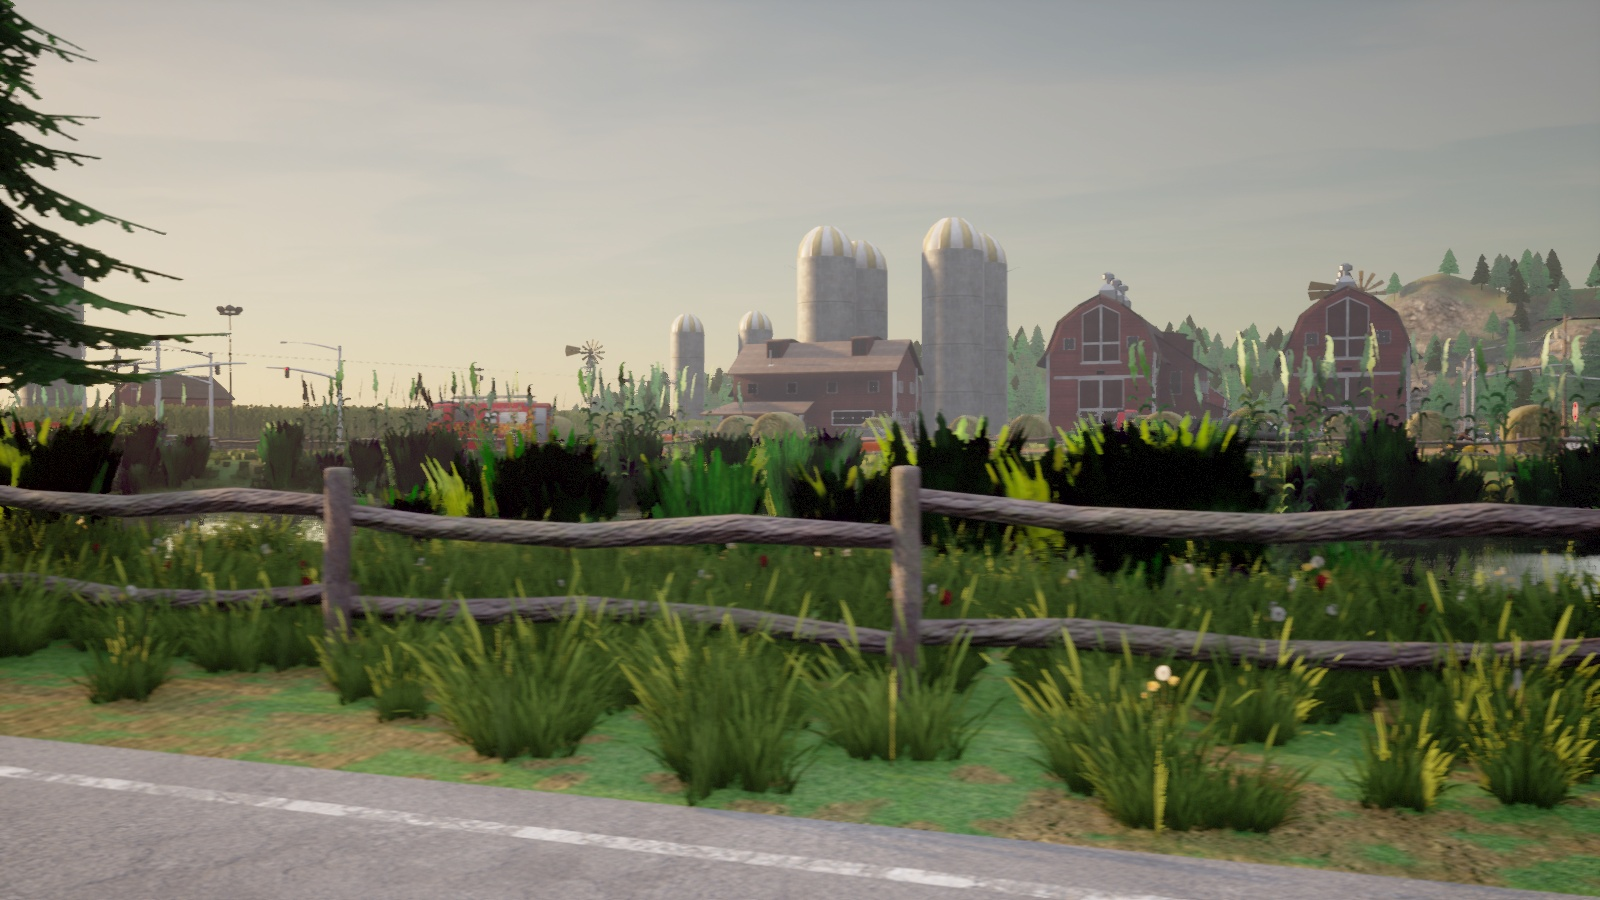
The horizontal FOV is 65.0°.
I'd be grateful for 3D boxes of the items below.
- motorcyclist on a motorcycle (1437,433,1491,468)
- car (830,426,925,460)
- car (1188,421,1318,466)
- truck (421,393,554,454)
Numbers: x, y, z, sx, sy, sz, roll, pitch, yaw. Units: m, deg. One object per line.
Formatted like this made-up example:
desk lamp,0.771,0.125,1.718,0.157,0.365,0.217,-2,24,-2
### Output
motorcyclist on a motorcycle,29.189,0.010,55.226,2.044,1.523,0.797,1,1,25
car,4.118,-0.393,66.859,4.553,1.767,2.097,1,1,25
car,21.250,-0.342,58.908,5.566,2.045,2.150,1,1,25
truck,-20.474,-1.752,82.116,8.468,3.827,2.891,1,1,25
